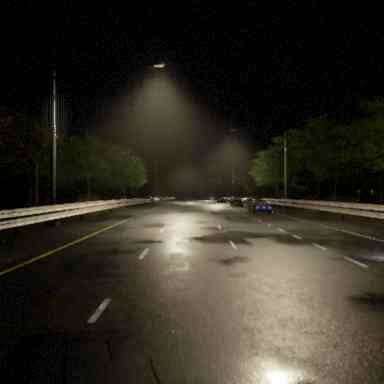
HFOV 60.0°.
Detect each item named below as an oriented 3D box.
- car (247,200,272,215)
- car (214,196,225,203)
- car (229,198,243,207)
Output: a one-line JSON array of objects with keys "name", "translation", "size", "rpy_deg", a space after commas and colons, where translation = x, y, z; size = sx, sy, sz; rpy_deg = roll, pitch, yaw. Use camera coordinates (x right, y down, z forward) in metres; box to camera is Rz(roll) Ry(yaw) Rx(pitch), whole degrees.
[{"name": "car", "translation": [7.036, 1.580, 34.970], "size": [2.033, 1.411, 5.357], "rpy_deg": [0, 0, 0]}, {"name": "car", "translation": [7.299, 2.057, 83.567], "size": [1.994, 1.385, 4.181], "rpy_deg": [0, -1, 0]}, {"name": "car", "translation": [7.108, 1.644, 53.999], "size": [2.128, 1.511, 4.902], "rpy_deg": [0, -1, 0]}]
